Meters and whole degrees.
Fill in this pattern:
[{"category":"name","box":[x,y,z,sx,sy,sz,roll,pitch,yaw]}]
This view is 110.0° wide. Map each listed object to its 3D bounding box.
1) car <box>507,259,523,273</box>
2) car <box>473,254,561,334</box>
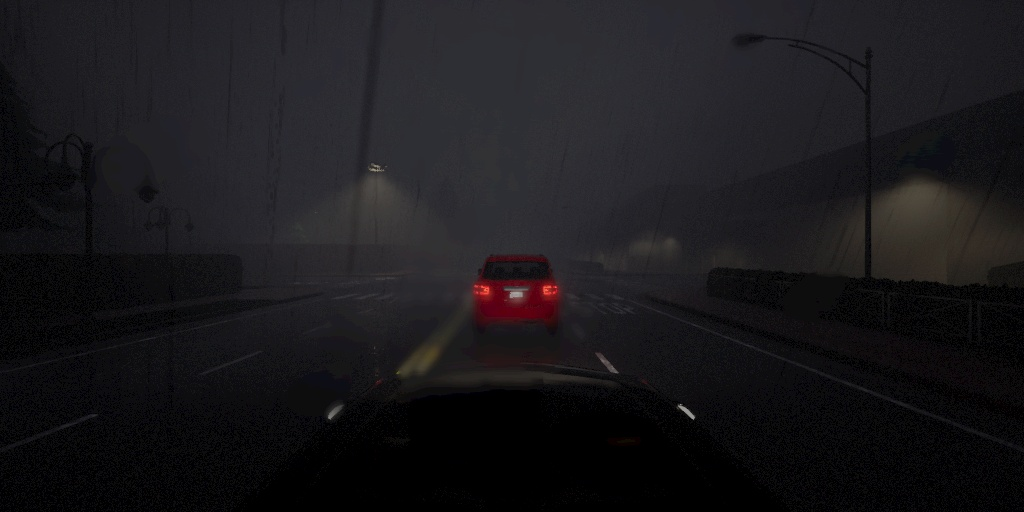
[{"category":"car","box":[0.362,1.228,45.623,1.882,1.535,5.008,0,0,1]},{"category":"car","box":[0.123,0.971,10.771,2.150,2.045,5.566,0,0,0]}]
